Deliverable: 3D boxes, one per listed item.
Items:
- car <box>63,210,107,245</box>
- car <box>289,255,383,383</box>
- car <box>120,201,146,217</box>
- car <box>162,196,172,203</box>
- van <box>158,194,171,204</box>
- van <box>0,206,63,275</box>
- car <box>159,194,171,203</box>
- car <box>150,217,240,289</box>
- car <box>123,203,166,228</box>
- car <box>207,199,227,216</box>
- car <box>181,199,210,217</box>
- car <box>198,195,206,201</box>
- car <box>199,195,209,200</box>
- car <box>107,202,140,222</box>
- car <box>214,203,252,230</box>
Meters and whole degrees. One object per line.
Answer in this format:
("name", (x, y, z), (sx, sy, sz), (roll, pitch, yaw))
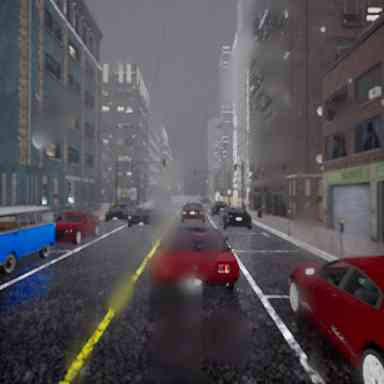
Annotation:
("car", (-5.677, 1.562, 15.718), (1.887, 1.381, 4.507), (0, 0, 0))
("car", (2.700, 1.550, 4.655), (1.887, 1.381, 4.507), (0, 0, 0))
("car", (-5.672, 1.620, 32.288), (1.802, 1.307, 4.206), (0, 0, 0))
("car", (-5.656, 1.656, 75.738), (1.887, 1.381, 4.507), (0, 0, 0))
("van", (-5.658, 1.432, 64.683), (1.690, 1.788, 3.998), (0, 0, 0))
("van", (-5.678, 1.352, 10.195), (1.690, 1.788, 3.998), (0, 0, 0))
("car", (-5.656, 1.416, 70.211), (2.192, 1.841, 5.009), (0, 0, 0))
("car", (0.073, 1.611, 9.103), (1.895, 1.301, 4.718), (0, 0, 0))
("car", (-3.086, 1.626, 22.461), (1.895, 1.301, 4.718), (0, 0, 0))
("car", (2.710, 1.604, 32.273), (1.947, 1.339, 4.313), (0, 0, 0))
("car", (0.091, 1.578, 26.654), (2.033, 1.411, 5.357), (0, 0, 0))
("car", (2.732, 1.586, 92.317), (1.967, 1.590, 4.097), (0, 0, 0))
("car", (2.721, 1.673, 64.678), (1.802, 1.307, 4.206), (0, 0, 0))
("car", (-5.674, 1.596, 26.764), (1.947, 1.339, 4.313), (0, 0, 0))
("car", (2.705, 1.590, 21.226), (1.947, 1.339, 4.313), (0, 0, 0))
